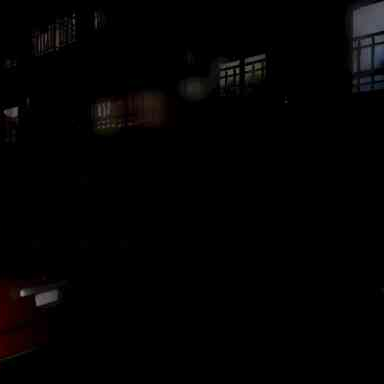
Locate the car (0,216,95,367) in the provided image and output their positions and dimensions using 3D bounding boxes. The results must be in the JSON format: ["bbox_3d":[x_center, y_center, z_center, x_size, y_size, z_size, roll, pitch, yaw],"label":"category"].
[{"bbox_3d":[-3.630,1.312,5.255,5.009,1.841,2.192,0,1,36],"label":"car"}]

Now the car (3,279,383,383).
[{"bbox_3d":[0.982,1.542,1.968,4.507,1.381,1.887,0,1,36],"label":"car"}]
